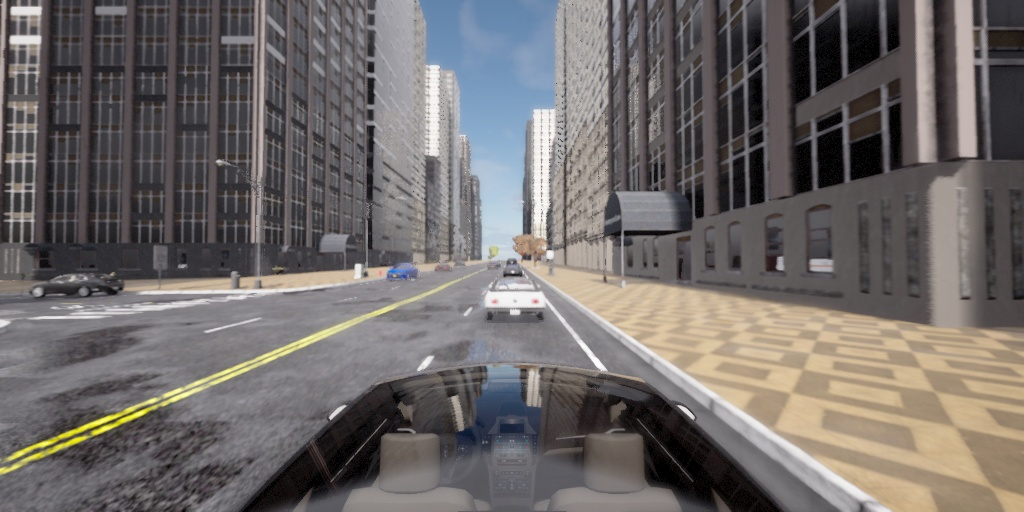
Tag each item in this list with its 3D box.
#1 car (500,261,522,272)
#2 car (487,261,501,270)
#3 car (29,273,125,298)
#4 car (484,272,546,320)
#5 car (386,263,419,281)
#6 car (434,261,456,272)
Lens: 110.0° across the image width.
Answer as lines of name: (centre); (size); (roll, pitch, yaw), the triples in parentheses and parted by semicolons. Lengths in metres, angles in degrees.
car: (0.090, 1.540, 38.008); (1.994, 1.385, 4.181); (0, 0, 0)
car: (-3.263, 1.618, 61.909); (2.128, 1.511, 4.902); (0, 0, 0)
car: (-25.669, 1.701, 21.228); (4.403, 1.370, 2.007); (0, 0, -1)
car: (0.099, 1.418, 12.995); (1.895, 1.301, 4.718); (0, 0, 0)
car: (-9.852, 1.421, 32.610); (1.882, 1.535, 5.008); (0, 0, 0)
car: (-9.825, 1.626, 51.528); (1.994, 1.385, 4.181); (0, 0, 0)
